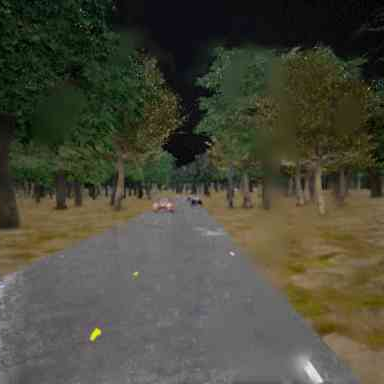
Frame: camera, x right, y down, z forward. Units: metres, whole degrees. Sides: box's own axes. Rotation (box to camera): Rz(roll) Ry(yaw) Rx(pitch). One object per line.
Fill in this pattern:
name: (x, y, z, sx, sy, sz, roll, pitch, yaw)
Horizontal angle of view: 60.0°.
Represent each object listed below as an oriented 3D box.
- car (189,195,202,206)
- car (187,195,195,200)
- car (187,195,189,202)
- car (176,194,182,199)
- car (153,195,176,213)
car: (0.814, 1.607, 59.439, 1.882, 1.535, 5.008, 0, 0, 0)
car: (-0.365, 1.513, 93.821, 2.128, 1.511, 4.902, 0, 0, 0)
car: (-0.184, 1.493, 77.376, 1.812, 1.442, 4.674, 0, 0, 0)
car: (-3.316, 1.298, 79.050, 1.812, 1.442, 4.674, 0, 0, 0)
car: (-3.239, 1.414, 38.119, 2.097, 1.767, 4.553, 0, 0, 0)
